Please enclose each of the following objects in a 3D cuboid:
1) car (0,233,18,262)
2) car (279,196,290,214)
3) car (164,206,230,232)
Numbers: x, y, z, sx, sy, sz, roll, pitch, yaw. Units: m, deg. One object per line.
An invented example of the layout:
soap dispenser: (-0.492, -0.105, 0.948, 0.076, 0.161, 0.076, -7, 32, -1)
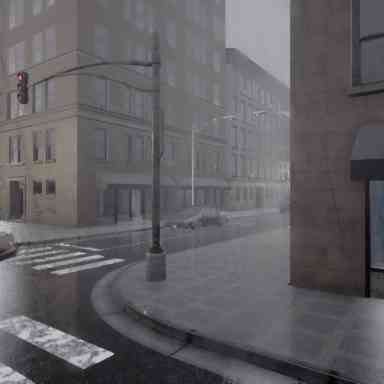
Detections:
car: (-6.939, 1.567, 8.081, 2.033, 1.411, 5.357, 0, 0, 18)
car: (11.694, 1.435, 37.276, 2.150, 2.045, 5.566, 0, -1, 36)
car: (0.527, 1.655, 21.604, 2.033, 1.411, 5.357, 0, 0, 35)
